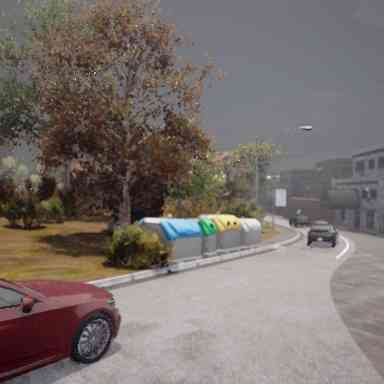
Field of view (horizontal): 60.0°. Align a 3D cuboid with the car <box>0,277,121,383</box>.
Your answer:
[{"bbox_3d":[-2.950,1.562,3.859,1.812,1.442,4.674,0,-4,35],"label":"car"}]

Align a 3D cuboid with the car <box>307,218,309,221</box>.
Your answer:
[{"bbox_3d":[14.623,4.020,38.102,1.882,1.535,5.008,0,-3,15],"label":"car"}]

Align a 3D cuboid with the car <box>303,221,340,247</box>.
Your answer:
[{"bbox_3d":[9.707,3.124,24.546,1.837,1.490,4.892,0,-4,27],"label":"car"}]

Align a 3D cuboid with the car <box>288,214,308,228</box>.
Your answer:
[{"bbox_3d":[16.710,4.439,52.091,2.150,2.045,5.566,0,-2,3],"label":"car"}]
